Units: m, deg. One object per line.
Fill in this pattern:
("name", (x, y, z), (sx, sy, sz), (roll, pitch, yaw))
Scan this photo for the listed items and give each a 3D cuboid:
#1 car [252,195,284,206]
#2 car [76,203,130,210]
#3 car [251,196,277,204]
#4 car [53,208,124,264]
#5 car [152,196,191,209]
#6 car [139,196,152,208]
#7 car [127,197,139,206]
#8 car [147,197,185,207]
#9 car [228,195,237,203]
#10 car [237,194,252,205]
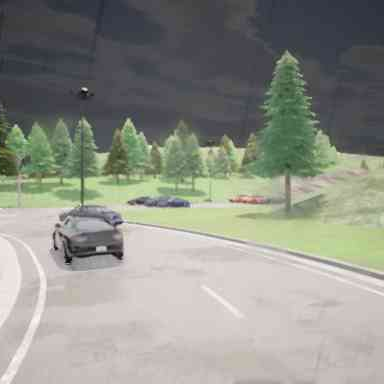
("car", (12.441, 1.381, 52.772), (4.902, 1.511, 2.128), (0, 0, -32))
("car", (-6.425, 1.530, 20.805), (2.033, 1.411, 5.357), (0, 0, -45))
("car", (13.288, 1.398, 61.498), (4.674, 1.442, 1.812), (0, 0, -32))
("car", (-3.766, 1.516, 11.833), (1.812, 1.442, 4.674), (0, 0, -28))
("car", (-2.399, 1.463, 43.474), (4.674, 1.442, 1.812), (0, 0, -32))
("car", (-4.433, 1.291, 46.328), (4.553, 1.767, 2.097), (0, 0, -32))
("car", (-7.881, 1.441, 52.419), (4.892, 1.490, 1.837), (0, 0, -32))
("car", (-3.923, 1.477, 50.776), (5.357, 1.411, 2.033), (0, 0, -32))
("car", (9.100, 1.231, 63.000), (4.553, 1.767, 2.097), (0, 0, -32))
("car", (10.444, 1.240, 55.641), (4.553, 1.767, 2.097), (0, 0, -32))
